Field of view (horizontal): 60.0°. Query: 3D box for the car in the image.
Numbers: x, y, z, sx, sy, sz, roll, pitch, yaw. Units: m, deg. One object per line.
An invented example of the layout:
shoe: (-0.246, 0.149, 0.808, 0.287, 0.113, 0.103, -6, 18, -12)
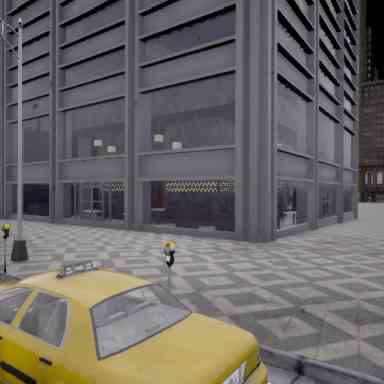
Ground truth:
car: (-1.558, 1.525, 4.063, 4.829, 1.417, 1.752, 0, 0, 35)
